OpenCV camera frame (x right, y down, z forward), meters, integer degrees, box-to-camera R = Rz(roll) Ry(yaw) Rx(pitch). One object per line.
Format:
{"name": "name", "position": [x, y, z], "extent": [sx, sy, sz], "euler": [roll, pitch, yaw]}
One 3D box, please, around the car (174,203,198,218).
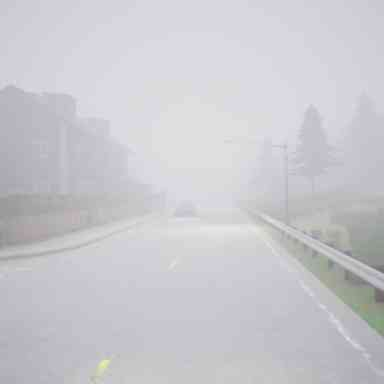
{"name": "car", "position": [-0.533, 1.714, 31.878], "extent": [1.994, 1.385, 4.181], "euler": [-1, 0, 5]}
